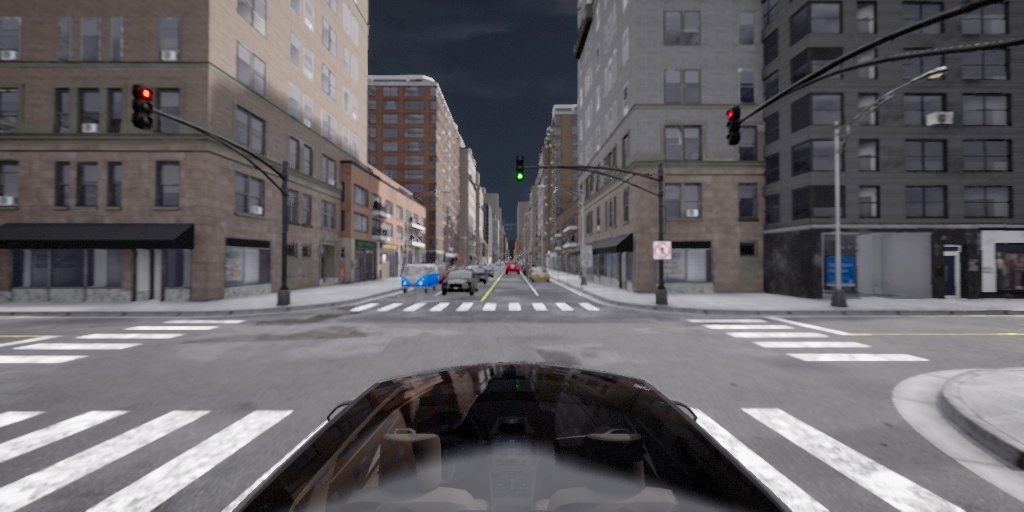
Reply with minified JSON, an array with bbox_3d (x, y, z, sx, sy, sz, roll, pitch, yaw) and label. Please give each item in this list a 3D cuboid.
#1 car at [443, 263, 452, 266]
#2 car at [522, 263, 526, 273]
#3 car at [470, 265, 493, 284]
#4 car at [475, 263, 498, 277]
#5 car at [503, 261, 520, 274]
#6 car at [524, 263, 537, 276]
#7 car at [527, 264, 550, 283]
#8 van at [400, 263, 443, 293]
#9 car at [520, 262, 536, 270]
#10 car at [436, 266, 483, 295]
[{"bbox_3d":[-5.859,1.459,28.674,2.192,1.841,5.009,0,0,0],"label":"car"},{"bbox_3d":[2.667,1.955,45.481,1.948,1.339,4.313,0,0,0],"label":"car"},{"bbox_3d":[-3.105,1.747,32.436,2.033,1.411,5.357,0,-1,0],"label":"car"},{"bbox_3d":[-3.095,1.910,43.655,2.033,1.411,5.357,0,-1,0],"label":"car"},{"bbox_3d":[0.097,1.749,54.980,2.150,2.045,5.566,0,-1,0],"label":"car"},{"bbox_3d":[2.667,1.858,39.887,2.007,1.370,4.403,0,0,0],"label":"car"},{"bbox_3d":[2.667,1.752,34.463,1.751,1.417,4.829,0,0,0],"label":"car"},{"bbox_3d":[-5.858,1.404,23.078,1.690,1.789,3.998,0,0,0],"label":"van"},{"bbox_3d":[2.666,1.785,51.074,2.192,1.841,5.009,0,0,0],"label":"car"},{"bbox_3d":[-3.100,1.555,22.214,1.837,1.490,4.892,0,-1,0],"label":"car"}]
